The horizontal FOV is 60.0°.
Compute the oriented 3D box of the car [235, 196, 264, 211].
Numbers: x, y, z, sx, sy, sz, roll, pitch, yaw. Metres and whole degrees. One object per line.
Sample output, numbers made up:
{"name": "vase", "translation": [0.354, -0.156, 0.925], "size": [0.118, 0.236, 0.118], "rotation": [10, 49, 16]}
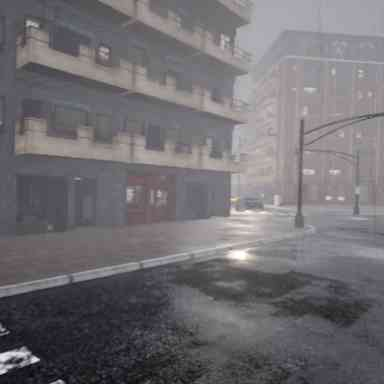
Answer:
{"name": "car", "translation": [6.859, 1.270, 38.571], "size": [1.882, 1.535, 5.008], "rotation": [1, 0, -6]}

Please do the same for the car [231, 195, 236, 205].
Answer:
{"name": "car", "translation": [5.817, 1.186, 48.481], "size": [1.882, 1.535, 5.008], "rotation": [1, 0, -6]}
